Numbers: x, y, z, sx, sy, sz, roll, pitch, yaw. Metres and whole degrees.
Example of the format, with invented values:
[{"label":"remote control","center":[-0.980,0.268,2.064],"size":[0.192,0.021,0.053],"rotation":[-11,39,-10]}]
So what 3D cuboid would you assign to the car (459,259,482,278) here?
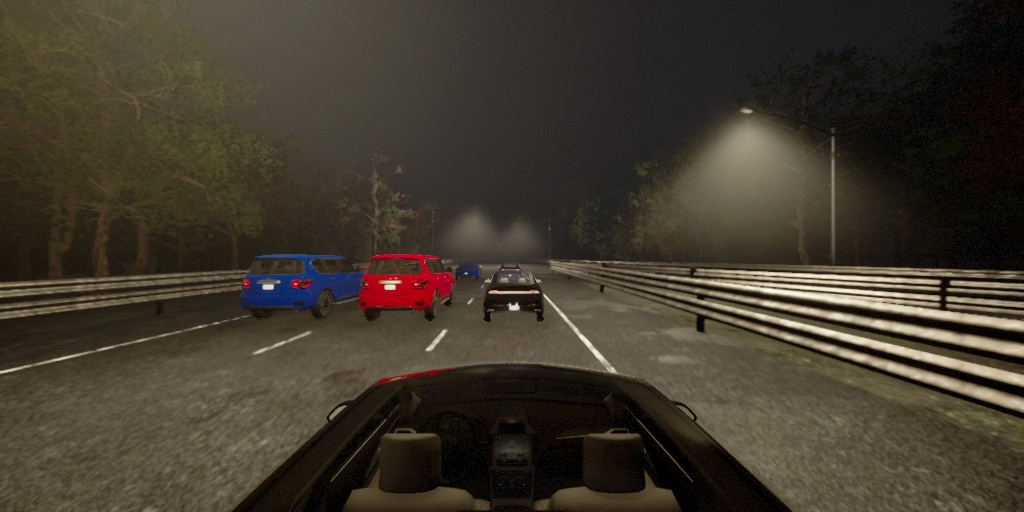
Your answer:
[{"label":"car","center":[-3.719,1.238,31.180],"size":[1.882,1.535,5.008],"rotation":[0,0,-1]}]

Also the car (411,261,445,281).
[{"label":"car","center":[-7.222,1.239,31.270],"size":[1.882,1.535,5.008],"rotation":[0,0,-1]}]

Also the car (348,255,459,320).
[{"label":"car","center":[-3.457,0.972,12.799],"size":[2.150,2.045,5.566],"rotation":[0,0,0]}]

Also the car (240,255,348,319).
[{"label":"car","center":[-6.957,0.973,12.891],"size":[2.150,2.045,5.566],"rotation":[0,0,0]}]

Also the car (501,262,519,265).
[{"label":"car","center":[-0.184,1.249,29.429],"size":[2.128,1.511,4.902],"rotation":[0,0,-1]}]

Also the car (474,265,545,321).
[{"label":"car","center":[0.044,1.241,12.479],"size":[2.128,1.511,4.902],"rotation":[0,0,0]}]
